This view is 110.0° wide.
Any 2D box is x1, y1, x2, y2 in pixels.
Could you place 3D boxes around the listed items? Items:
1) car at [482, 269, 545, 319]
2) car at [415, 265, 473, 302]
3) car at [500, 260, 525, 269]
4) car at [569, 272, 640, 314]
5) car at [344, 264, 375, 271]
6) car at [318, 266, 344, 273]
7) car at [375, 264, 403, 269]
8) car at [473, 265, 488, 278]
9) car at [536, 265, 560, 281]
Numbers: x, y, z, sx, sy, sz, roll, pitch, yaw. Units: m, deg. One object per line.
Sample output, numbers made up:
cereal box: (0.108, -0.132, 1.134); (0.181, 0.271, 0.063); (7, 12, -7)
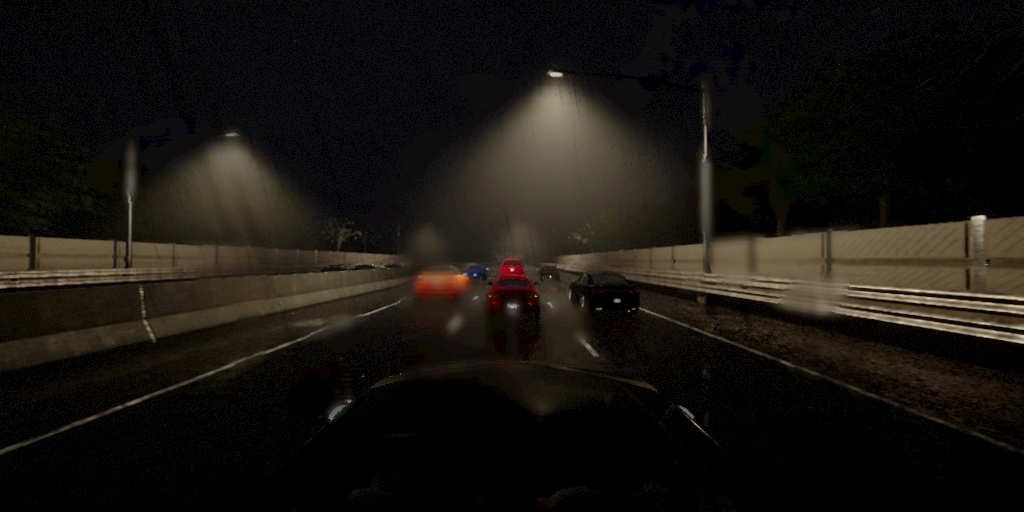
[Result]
car: (0.050, 1.407, 13.417); (1.812, 1.442, 4.674); (0, 0, 0)
car: (-3.450, 1.297, 18.599); (2.097, 1.767, 4.553); (0, -1, 0)
car: (0.016, 1.362, 33.898); (2.150, 2.045, 5.566); (0, -1, 0)
car: (3.549, 1.372, 14.561); (1.882, 1.535, 5.008); (0, 0, 0)
car: (-17.692, 1.763, 42.802); (1.837, 1.490, 4.892); (0, -1, 0)
car: (-21.190, 1.819, 42.582); (1.994, 1.385, 4.181); (0, -1, 0)
car: (-14.193, 1.763, 42.814); (1.837, 1.490, 4.892); (0, -1, 0)
car: (-3.489, 1.650, 36.344); (1.882, 1.535, 5.008); (0, -1, 0)
car: (3.512, 1.660, 35.111); (1.837, 1.490, 4.892); (0, -1, 0)
